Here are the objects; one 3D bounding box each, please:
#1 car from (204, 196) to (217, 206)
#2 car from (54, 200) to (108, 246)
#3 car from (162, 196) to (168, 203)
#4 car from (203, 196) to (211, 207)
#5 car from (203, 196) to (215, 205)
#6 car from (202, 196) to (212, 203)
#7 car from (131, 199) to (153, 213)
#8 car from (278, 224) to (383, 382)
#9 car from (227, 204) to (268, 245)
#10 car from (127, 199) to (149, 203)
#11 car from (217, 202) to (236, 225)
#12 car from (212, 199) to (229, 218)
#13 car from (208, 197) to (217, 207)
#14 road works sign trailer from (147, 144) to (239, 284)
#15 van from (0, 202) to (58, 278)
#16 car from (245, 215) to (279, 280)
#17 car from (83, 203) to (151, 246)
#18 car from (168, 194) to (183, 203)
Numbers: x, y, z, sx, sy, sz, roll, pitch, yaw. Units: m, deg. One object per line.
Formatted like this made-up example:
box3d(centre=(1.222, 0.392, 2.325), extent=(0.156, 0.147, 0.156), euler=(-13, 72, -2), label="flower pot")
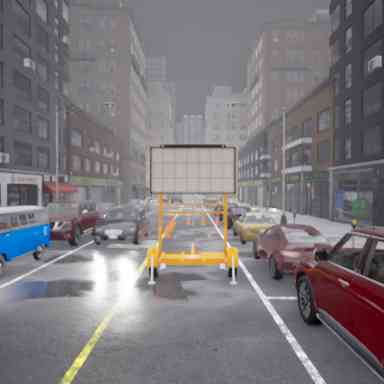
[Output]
box3d(centre=(2.980, 1.464, 54.524), extent=(1.752, 1.417, 4.829), euler=(-1, 0, 0), label="car")
box3d(centre=(-5.648, 1.302, 15.272), extent=(2.192, 1.841, 5.009), euler=(-1, 0, 0), label="car")
box3d(centre=(-5.540, 1.465, 65.543), extent=(1.887, 1.381, 4.507), euler=(-1, 0, 0), label="car")
box3d(centre=(2.967, 1.498, 48.769), extent=(2.008, 1.369, 4.403), euler=(-1, 0, 0), label="car")
box3d(centre=(2.993, 1.495, 59.941), extent=(1.947, 1.339, 4.313), euler=(-1, 0, 0), label="car")
box3d(centre=(3.006, 1.502, 65.526), extent=(1.802, 1.307, 4.206), euler=(-1, 0, 0), label="car")
box3d(centre=(-5.598, 1.545, 37.615), extent=(1.802, 1.307, 4.206), euler=(-1, 0, 0), label="car")
box3d(centre=(2.860, 1.312, 4.082), extent=(2.192, 1.841, 5.009), euler=(-1, 0, 0), label="car")
box3d(centre=(2.889, 1.512, 15.424), extent=(1.752, 1.417, 4.829), euler=(-1, 0, 0), label="car")
box3d(centre=(-5.611, 1.410, 32.029), extent=(1.967, 1.590, 4.097), euler=(-1, 0, 0), label="car")
box3d(centre=(2.902, 1.547, 20.840), extent=(1.947, 1.339, 4.313), euler=(-1, 0, 0), label="car")
box3d(centre=(2.915, 1.541, 26.425), extent=(1.947, 1.339, 4.313), euler=(-1, 0, 0), label="car")
box3d(centre=(2.928, 1.520, 32.011), extent=(2.008, 1.369, 4.403), euler=(-1, 0, 0), label="car")
box3d(centre=(0.026, 0.457, 9.506), extent=(2.380, 3.560, 2.880), euler=(0, 0, 0), label="road works sign trailer")
box3d(centre=(-5.659, 1.333, 9.686), extent=(1.690, 1.788, 3.998), euler=(-1, 0, 0), label="van")
box3d(centre=(2.876, 1.574, 9.668), extent=(1.802, 1.307, 4.206), euler=(-1, 0, 0), label="car")
box3d(centre=(-3.069, 1.478, 15.374), extent=(2.128, 1.511, 4.902), euler=(0, 0, 0), label="car")
box3d(centre=(-2.869, 1.130, 63.240), extent=(2.150, 2.045, 5.566), euler=(0, 0, 0), label="car")
